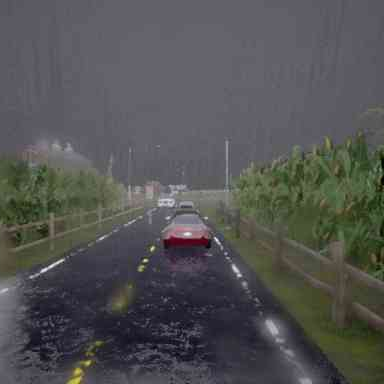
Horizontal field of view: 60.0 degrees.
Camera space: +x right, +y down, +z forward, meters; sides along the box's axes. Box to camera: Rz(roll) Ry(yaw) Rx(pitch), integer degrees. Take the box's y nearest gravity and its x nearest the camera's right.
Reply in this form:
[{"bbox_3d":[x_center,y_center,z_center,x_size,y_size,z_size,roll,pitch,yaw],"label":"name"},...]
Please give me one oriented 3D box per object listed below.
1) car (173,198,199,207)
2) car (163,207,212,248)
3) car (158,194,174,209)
[{"bbox_3d":[-0.491,1.522,29.688,1.837,1.490,4.892,0,0,-1],"label":"car"},{"bbox_3d":[-0.207,1.575,14.689,1.994,1.385,4.181,0,0,-1],"label":"car"},{"bbox_3d":[-3.564,1.337,46.746,2.150,2.045,5.566,0,0,-1],"label":"car"}]
